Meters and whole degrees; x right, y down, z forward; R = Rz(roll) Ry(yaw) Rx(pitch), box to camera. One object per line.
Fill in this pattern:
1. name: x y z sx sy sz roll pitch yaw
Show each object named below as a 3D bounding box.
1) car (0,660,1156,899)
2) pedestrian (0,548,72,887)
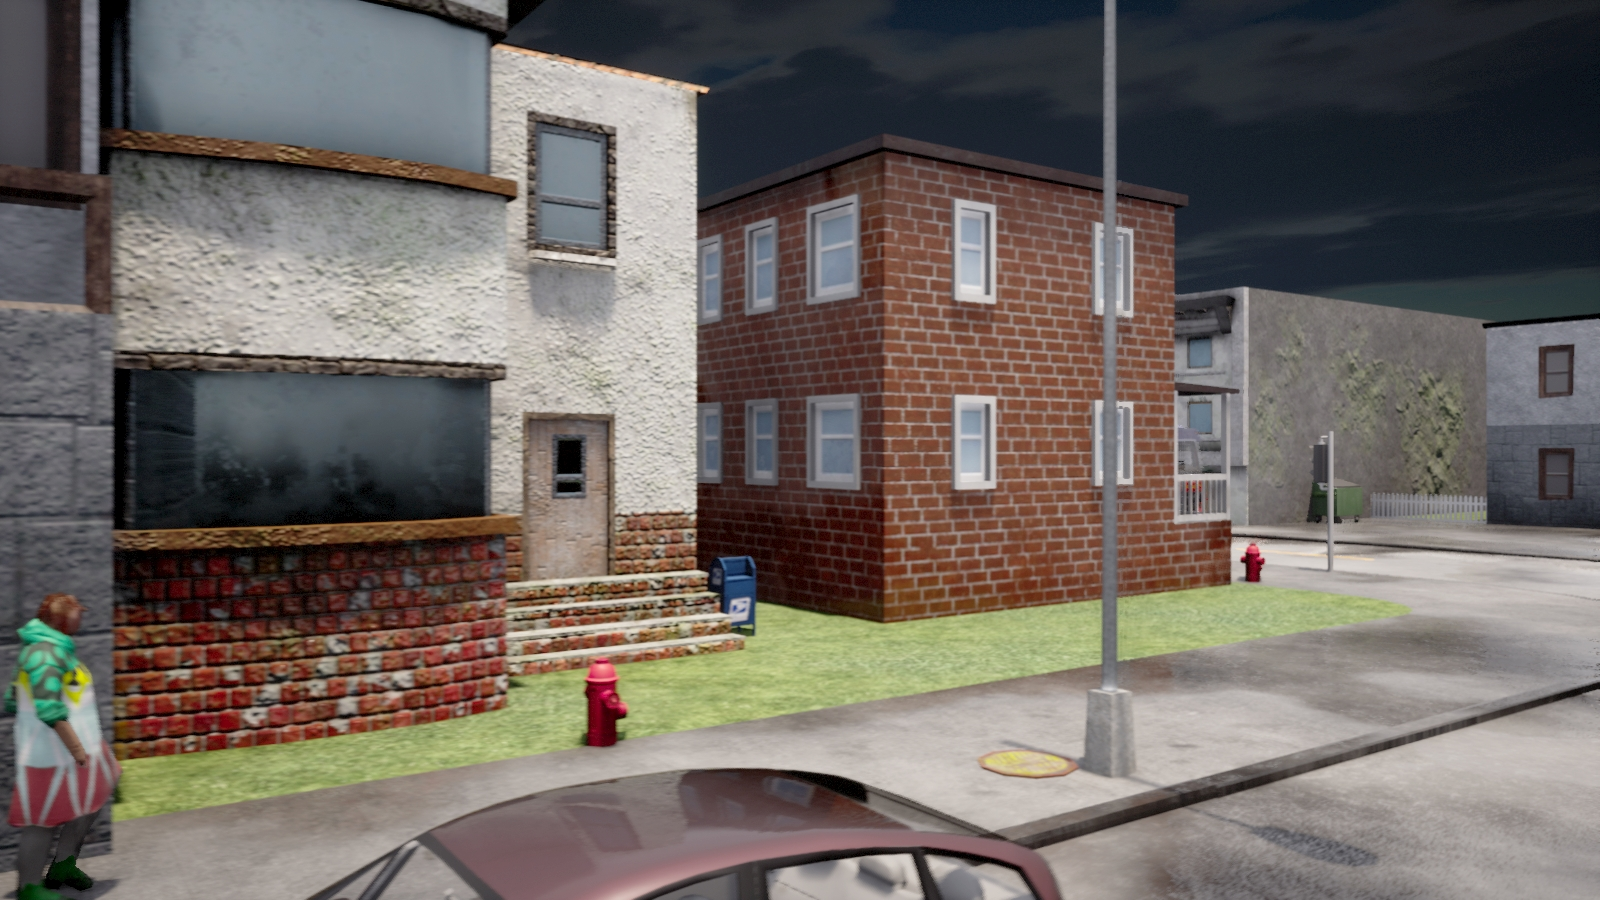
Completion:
1. car: -0.738 1.806 3.833 3.705 1.549 1.789 0 0 -35
2. pedestrian: -4.468 1.524 6.654 0.375 1.860 0.375 0 0 -35
